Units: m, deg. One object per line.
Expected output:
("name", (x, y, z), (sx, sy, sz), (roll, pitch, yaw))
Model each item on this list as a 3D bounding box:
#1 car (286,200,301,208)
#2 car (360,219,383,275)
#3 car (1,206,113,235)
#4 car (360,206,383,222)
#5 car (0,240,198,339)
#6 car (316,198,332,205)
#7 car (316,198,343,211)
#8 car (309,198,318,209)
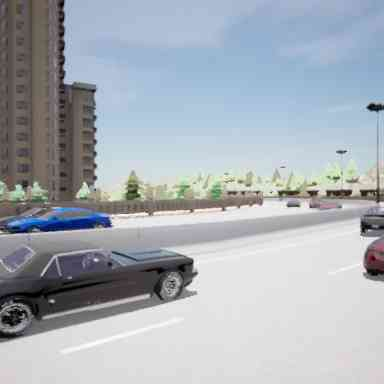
("car", (16.220, 1.885, 52.838), (1.994, 1.385, 4.181), (0, -1, 23))
("car", (6.599, 1.590, 9.483), (4.181, 1.385, 1.994), (0, 0, -42))
("car", (-6.532, 1.557, 16.855), (5.008, 1.535, 1.882), (0, 0, -40))
("car", (11.044, 1.556, 18.821), (2.128, 1.511, 4.902), (0, 0, 43))
("car", (-2.190, 1.631, 6.654), (4.718, 1.301, 1.895), (0, 0, -37))
("car", (29.131, 2.056, 73.545), (2.033, 1.411, 5.357), (0, -1, 9))
("car", (14.983, 1.695, 35.606), (1.812, 1.442, 4.674), (0, -1, 32))
("car", (18.971, 1.644, 50.403), (2.097, 1.767, 4.553), (0, -1, 24))
